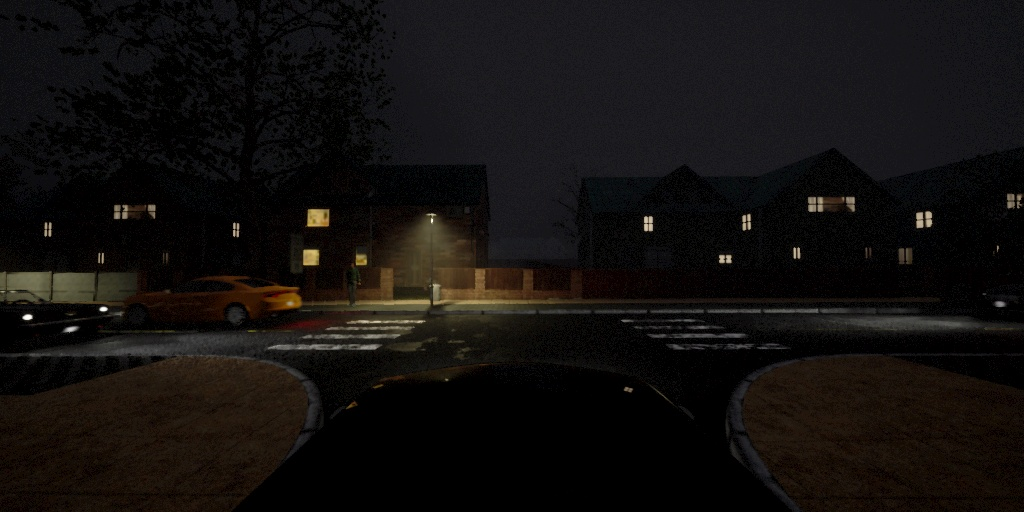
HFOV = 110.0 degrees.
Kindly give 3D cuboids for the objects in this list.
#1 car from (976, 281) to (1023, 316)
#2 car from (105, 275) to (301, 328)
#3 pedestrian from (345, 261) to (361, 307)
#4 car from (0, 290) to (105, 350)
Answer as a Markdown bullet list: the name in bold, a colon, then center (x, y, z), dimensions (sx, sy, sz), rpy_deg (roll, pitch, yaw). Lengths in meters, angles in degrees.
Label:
- **car**: center (17.264, 1.177, 10.814), dimensions (4.902, 1.511, 2.128), rpy_deg (0, -1, 2)
- **car**: center (-9.618, 1.406, 11.642), dimensions (5.008, 1.535, 1.882), rpy_deg (-1, -1, 2)
- **pedestrian**: center (-6.455, 1.113, 14.464), dimensions (0.375, 1.860, 0.375), rpy_deg (0, -1, 2)
- **car**: center (-12.923, 1.488, 8.789), dimensions (4.718, 1.301, 1.895), rpy_deg (-1, -1, 2)
